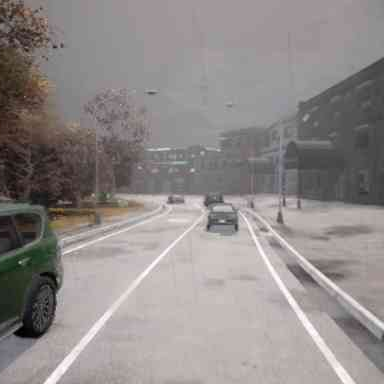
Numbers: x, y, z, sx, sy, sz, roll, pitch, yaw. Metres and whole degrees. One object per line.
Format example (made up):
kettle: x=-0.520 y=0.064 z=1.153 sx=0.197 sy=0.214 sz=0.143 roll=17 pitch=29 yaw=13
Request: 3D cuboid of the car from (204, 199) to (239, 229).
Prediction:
car: x=1.924 y=1.418 z=20.683 sx=1.812 sy=1.442 sz=4.674 roll=1 pitch=1 yaw=6

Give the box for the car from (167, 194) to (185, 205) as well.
car: x=-2.271 y=1.035 z=47.213 sx=1.994 sy=1.385 sz=4.181 roll=0 pitch=1 yaw=-13

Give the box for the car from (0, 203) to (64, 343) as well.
car: x=-3.408 y=1.193 z=3.652 sx=2.150 sy=2.045 sz=5.566 roll=0 pitch=0 yaw=3

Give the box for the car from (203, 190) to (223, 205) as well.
car: x=2.622 y=0.795 z=41.837 sx=2.150 sy=2.045 sz=5.566 roll=0 pitch=1 yaw=-2
